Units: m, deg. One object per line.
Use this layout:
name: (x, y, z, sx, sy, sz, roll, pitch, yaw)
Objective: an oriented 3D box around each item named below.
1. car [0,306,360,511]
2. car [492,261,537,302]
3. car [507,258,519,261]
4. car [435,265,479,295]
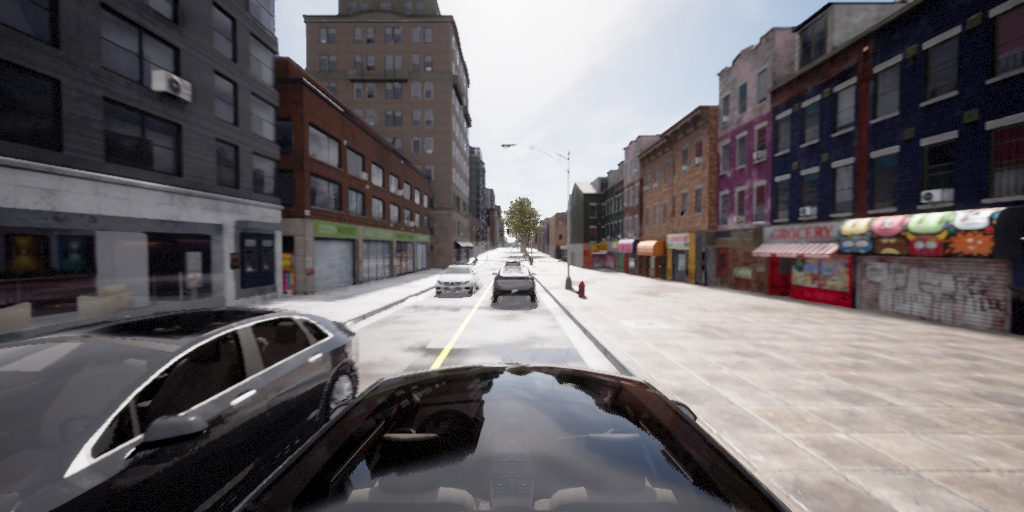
car: (-2.836, 1.253, 2.690, 1.837, 1.490, 4.892, 0, 0, 0)
car: (0.099, 1.189, 16.602, 2.128, 1.511, 4.902, 0, 0, 0)
car: (0.100, 0.984, 43.114, 2.128, 1.511, 4.902, 0, 1, 0)
car: (-2.827, 1.209, 19.311, 1.812, 1.442, 4.674, 0, 0, 0)
